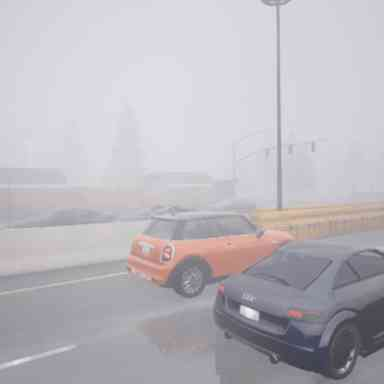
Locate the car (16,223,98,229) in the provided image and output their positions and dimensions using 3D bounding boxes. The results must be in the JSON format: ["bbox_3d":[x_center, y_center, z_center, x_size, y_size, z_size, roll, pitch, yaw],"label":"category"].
[{"bbox_3d":[-6.291,1.487,16.705,5.357,1.411,2.033,-1,1,-36],"label":"car"}]

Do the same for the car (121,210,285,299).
[{"bbox_3d":[0.713,1.279,8.560,4.553,1.767,2.097,-1,1,-36],"label":"car"}]

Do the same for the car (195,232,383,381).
[{"bbox_3d":[2.376,1.497,5.447,4.181,1.385,1.994,-1,1,-35],"label":"car"}]
